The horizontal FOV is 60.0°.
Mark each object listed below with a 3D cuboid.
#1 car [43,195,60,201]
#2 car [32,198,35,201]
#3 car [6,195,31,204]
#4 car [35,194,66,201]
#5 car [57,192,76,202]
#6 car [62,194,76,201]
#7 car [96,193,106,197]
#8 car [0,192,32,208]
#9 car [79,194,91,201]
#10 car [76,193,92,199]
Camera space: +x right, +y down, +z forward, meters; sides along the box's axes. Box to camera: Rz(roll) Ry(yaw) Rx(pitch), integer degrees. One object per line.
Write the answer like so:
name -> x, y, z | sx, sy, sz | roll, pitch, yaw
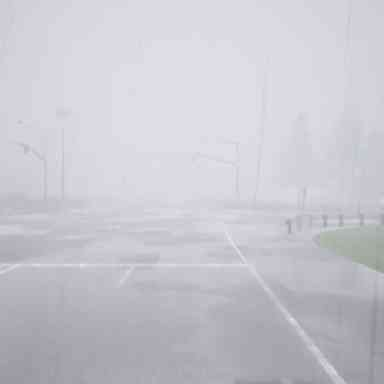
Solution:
car -> -31.943, 1.321, 75.723 | 1.895, 1.301, 4.718 | 0, 0, -3
car -> -28.100, 1.326, 62.130 | 2.033, 1.411, 5.357 | 0, 0, 0
car -> -31.601, 1.283, 60.785 | 2.128, 1.511, 4.902 | 0, 0, 0
car -> -21.161, 1.428, 50.016 | 1.895, 1.301, 4.718 | 0, 0, 0
car -> -24.613, 1.271, 63.424 | 2.128, 1.511, 4.902 | 0, 0, 0
car -> -28.630, 1.219, 77.489 | 1.837, 1.490, 4.892 | 0, 0, -7
car -> -21.949, 1.187, 80.085 | 1.882, 1.535, 5.008 | 0, 0, -7
car -> -24.663, 1.058, 45.616 | 2.150, 2.045, 5.566 | 0, 1, 0
car -> -25.256, 1.193, 78.584 | 1.882, 1.535, 5.008 | 0, 0, -7
car -> -21.107, 1.315, 64.734 | 2.033, 1.411, 5.357 | 0, 0, 0
